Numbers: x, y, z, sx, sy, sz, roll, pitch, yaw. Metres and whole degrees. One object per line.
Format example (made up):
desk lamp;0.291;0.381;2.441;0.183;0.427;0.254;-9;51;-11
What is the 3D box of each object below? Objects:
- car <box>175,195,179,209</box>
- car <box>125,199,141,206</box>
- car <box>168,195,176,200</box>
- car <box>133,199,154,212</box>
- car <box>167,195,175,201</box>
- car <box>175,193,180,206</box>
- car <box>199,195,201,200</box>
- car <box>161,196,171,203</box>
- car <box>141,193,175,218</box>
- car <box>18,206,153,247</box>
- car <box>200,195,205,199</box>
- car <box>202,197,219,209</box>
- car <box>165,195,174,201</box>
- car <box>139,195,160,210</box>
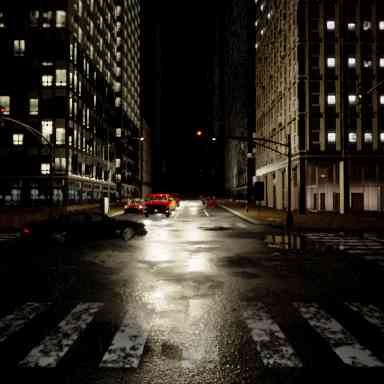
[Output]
car;-3.055;1.493;41.514;1.882;1.535;5.008;0;0;0
car;-5.639;1.453;33.757;1.967;1.590;4.097;1;0;0
car;-5.578;1.605;95.083;1.947;1.339;4.313;1;0;0
car;-5.637;1.597;39.332;1.802;1.307;4.206;1;0;0
car;-5.584;1.587;89.508;2.008;1.369;4.403;1;0;0
car;-3.037;1.241;52.012;2.150;2.045;5.566;0;0;0
car;2.767;1.590;61.693;1.947;1.339;4.313;1;0;0
car;-5.601;1.573;72.782;1.887;1.381;4.507;1;0;0
car;-3.062;1.233;31.086;2.150;2.045;5.566;0;0;0
car;-4.770;1.555;14.964;5.357;1.411;2.033;0;0;-31
car;2.763;1.547;56.286;1.752;1.417;4.829;1;0;0
car;2.749;1.599;44.960;1.802;1.307;4.206;1;0;0
car;-5.589;1.578;83.933;1.887;1.381;4.507;1;0;0
car;-5.625;1.332;44.907;2.192;1.841;5.009;1;0;0
